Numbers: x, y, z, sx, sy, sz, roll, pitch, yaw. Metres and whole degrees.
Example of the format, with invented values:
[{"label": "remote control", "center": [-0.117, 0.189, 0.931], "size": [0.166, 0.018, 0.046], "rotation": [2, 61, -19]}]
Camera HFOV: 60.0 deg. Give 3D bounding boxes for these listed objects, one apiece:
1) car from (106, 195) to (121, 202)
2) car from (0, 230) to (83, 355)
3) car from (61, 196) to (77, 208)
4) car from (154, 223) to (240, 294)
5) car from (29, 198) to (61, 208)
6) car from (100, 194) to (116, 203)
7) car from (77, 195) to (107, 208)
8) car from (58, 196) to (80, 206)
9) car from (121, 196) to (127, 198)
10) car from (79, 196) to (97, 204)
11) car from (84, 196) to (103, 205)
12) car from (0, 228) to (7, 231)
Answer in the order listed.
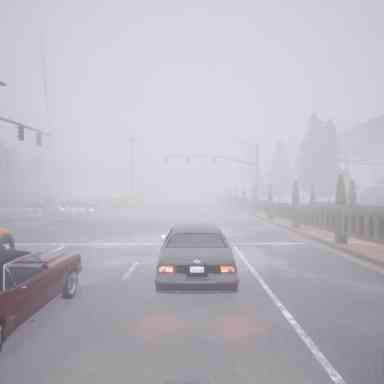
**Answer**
[{"label": "car", "center": [-14.121, 1.601, 57.358], "size": [1.895, 1.301, 4.718], "rotation": [0, 0, 0]}, {"label": "car", "center": [-3.404, 1.601, 5.496], "size": [1.895, 1.301, 4.718], "rotation": [0, 0, 0]}, {"label": "car", "center": [-17.619, 1.526, 49.410], "size": [1.812, 1.442, 4.674], "rotation": [0, 0, 0]}, {"label": "car", "center": [0.093, 1.547, 8.951], "size": [2.033, 1.411, 5.357], "rotation": [0, 0, 0]}, {"label": "car", "center": [-21.136, 1.547, 47.398], "size": [2.033, 1.411, 5.357], "rotation": [0, 0, 0]}, {"label": "car", "center": [-17.556, 1.355, 69.743], "size": [2.097, 1.767, 4.553], "rotation": [0, 0, 0]}, {"label": "car", "center": [-14.136, 1.547, 47.286], "size": [2.033, 1.411, 5.357], "rotation": [0, 0, 0]}, {"label": "car", "center": [-21.117, 1.478, 57.269], "size": [1.882, 1.535, 5.008], "rotation": [0, 0, 0]}, {"label": "car", "center": [-14.056, 1.491, 67.802], "size": [2.128, 1.511, 4.902], "rotation": [0, 0, 0]}, {"label": "car", "center": [-21.054, 1.525, 67.609], "size": [2.128, 1.511, 4.902], "rotation": [0, 0, 0]}, {"label": "car", "center": [-17.612, 1.478, 59.445], "size": [1.882, 1.535, 5.008], "rotation": [0, 0, 1]}, {"label": "car", "center": [-6.907, 1.352, 9.161], "size": [2.097, 1.767, 4.553], "rotation": [0, 0, 0]}]
